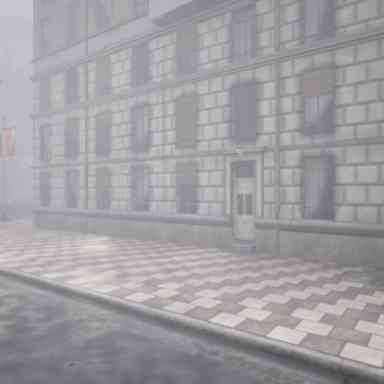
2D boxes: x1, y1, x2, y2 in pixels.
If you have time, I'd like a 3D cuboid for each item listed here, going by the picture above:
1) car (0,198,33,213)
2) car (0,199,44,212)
[{"bbox_3d":[-19.117,1.477,36.203,1.882,1.535,5.008,0,0,36],"label":"car"},{"bbox_3d":[-20.613,1.601,40.090,1.895,1.301,4.718,0,0,36],"label":"car"}]
